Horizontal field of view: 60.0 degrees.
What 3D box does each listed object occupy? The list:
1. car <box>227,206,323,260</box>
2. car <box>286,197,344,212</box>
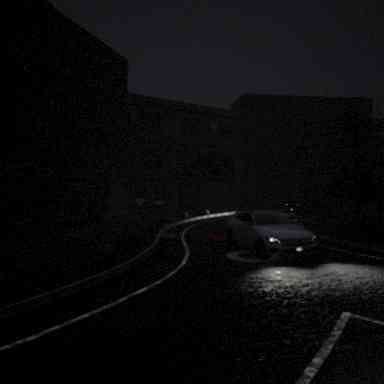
[{"bbox_3d":[2.657,1.367,12.077,1.812,1.442,4.674,-1,1,-13],"label":"car"},{"bbox_3d":[10.142,1.056,27.654,4.718,1.301,1.895,-1,1,-20],"label":"car"}]
